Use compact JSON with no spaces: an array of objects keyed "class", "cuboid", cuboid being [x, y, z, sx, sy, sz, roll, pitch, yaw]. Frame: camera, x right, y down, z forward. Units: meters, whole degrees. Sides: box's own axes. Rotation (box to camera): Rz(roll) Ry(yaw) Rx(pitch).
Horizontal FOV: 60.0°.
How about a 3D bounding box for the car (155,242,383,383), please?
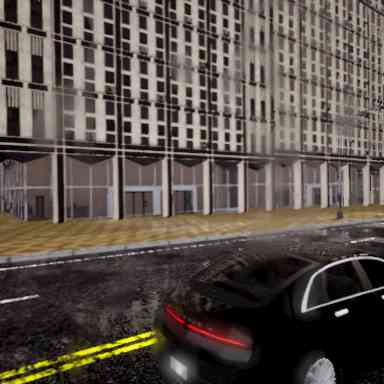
[{"class":"car","cuboid":[1.838,1.491,4.747,4.892,1.490,1.837,-1,0,-35]}]
